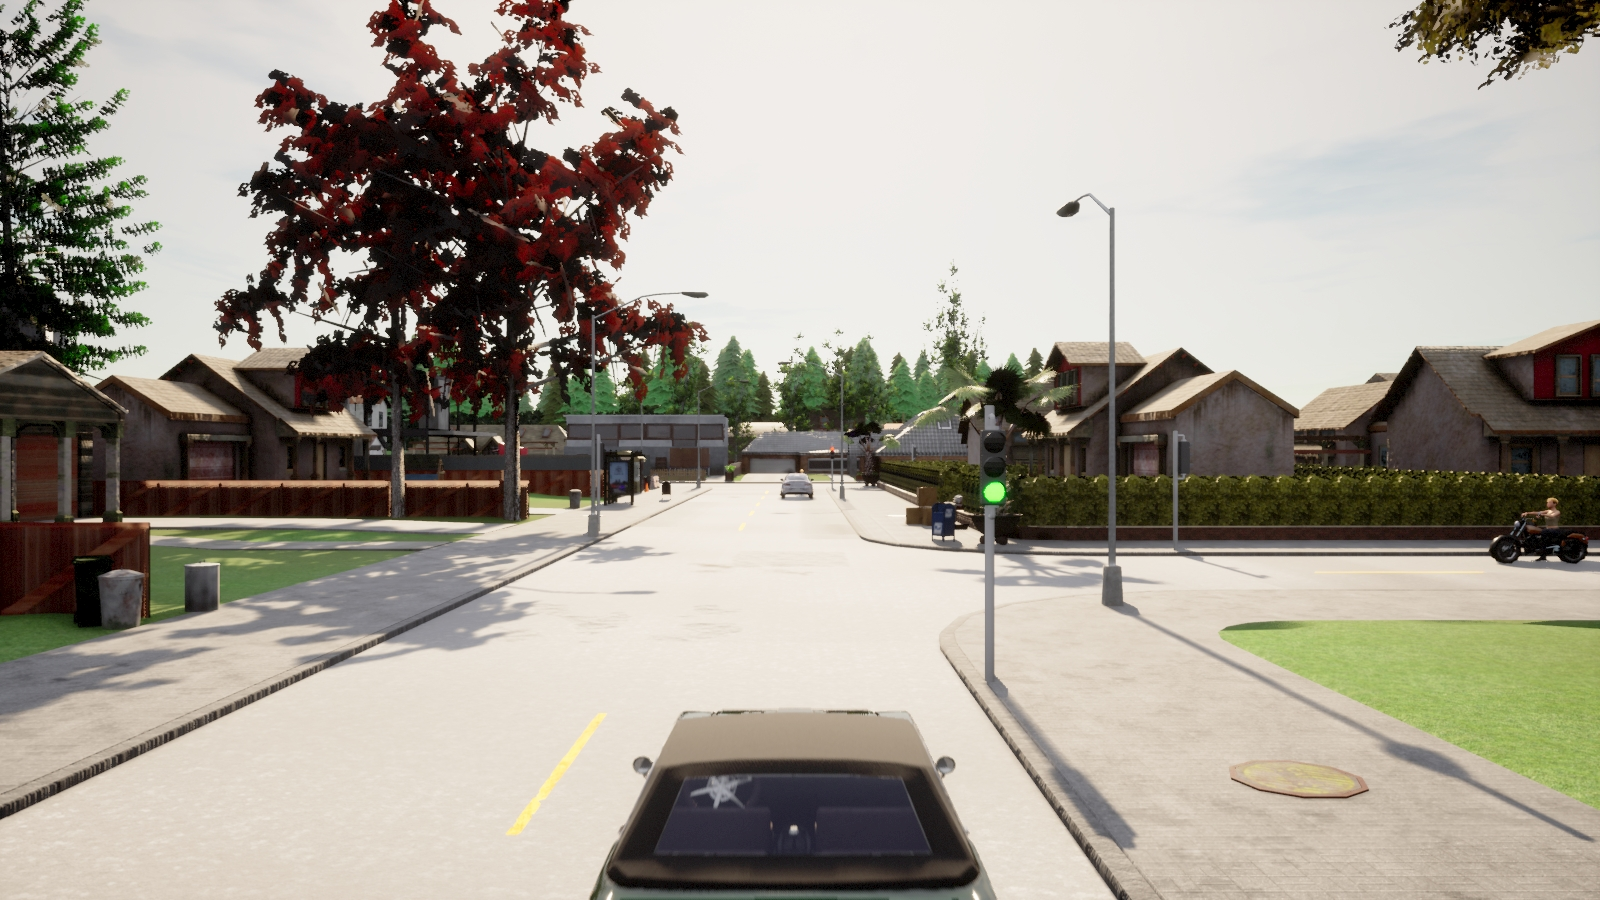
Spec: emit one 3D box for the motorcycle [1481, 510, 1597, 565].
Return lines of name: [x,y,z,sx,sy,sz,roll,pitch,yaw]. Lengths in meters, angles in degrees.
motorcycle: [18.233,2.156,28.220,2.356,1.307,0.764,0,0,0]

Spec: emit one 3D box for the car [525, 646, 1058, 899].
car: [-0.033,2.156,6.418,1.895,1.301,4.718,0,0,0]

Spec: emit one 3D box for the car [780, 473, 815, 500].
car: [-0.172,2.085,66.903,2.002,1.442,4.674,0,0,0]
